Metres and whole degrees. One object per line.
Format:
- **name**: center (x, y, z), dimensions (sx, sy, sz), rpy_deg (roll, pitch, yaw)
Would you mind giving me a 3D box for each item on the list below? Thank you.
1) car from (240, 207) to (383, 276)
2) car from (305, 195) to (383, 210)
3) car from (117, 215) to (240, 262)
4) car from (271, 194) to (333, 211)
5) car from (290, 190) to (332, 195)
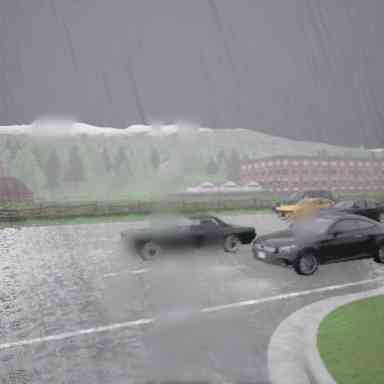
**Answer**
- **car**: center (3.983, 1.376, 9.799), dimensions (4.674, 1.442, 1.812), rpy_deg (-1, 0, -23)
- **car**: center (9.515, 1.154, 19.820), dimensions (5.008, 1.535, 1.882), rpy_deg (-1, 0, -23)
- **car**: center (-0.197, 1.517, 11.813), dimensions (4.718, 1.301, 1.895), rpy_deg (-1, 0, -23)
- **car**: center (8.141, 1.158, 23.039), dimensions (5.008, 1.535, 1.882), rpy_deg (-1, 0, -23)
- **car**: center (9.209, 0.852, 27.313), dimensions (5.566, 2.045, 2.150), rpy_deg (-1, 0, -23)
